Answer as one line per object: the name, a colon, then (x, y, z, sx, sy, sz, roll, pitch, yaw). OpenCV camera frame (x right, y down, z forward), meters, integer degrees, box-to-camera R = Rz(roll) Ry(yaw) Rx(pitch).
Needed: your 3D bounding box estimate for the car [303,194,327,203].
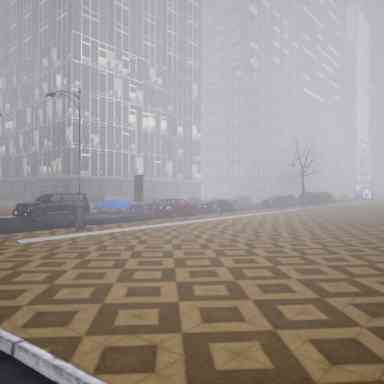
car: (21.313, 1.032, 57.532, 2.033, 1.411, 5.357, 0, 1, 41)

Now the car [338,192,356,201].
car: (28.468, 0.957, 61.904, 1.752, 1.417, 4.829, 1, 1, 41)

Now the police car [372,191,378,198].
police car: (43.132, 0.672, 79.562, 1.930, 1.638, 5.238, 0, 1, 41)

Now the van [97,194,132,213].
van: (-7.665, 1.107, 32.723, 1.690, 1.788, 3.998, 1, 1, 41)

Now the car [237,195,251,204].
car: (7.211, 1.148, 49.941, 1.947, 1.339, 4.313, 1, 1, 41)

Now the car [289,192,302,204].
car: (14.271, 1.078, 49.296, 1.837, 1.490, 4.892, 0, 1, 41)

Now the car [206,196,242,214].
car: (2.530, 1.320, 31.467, 1.947, 1.339, 4.313, 1, 1, 41)

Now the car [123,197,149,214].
car: (-4.034, 1.358, 32.807, 1.895, 1.301, 4.718, 0, 1, 41)

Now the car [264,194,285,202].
car: (14.606, 1.056, 58.589, 1.947, 1.339, 4.313, 1, 1, 41)

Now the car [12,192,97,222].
car: (-10.477, 1.059, 25.273, 2.150, 2.045, 5.566, 0, 1, 41)

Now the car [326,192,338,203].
car: (20.964, 0.839, 53.124, 2.192, 1.841, 5.009, 1, 1, 41)

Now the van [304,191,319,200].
van: (25.698, 0.694, 71.557, 1.690, 1.788, 3.998, 1, 1, 41)

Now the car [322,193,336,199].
car: (33.091, 0.828, 80.209, 1.947, 1.339, 4.313, 1, 1, 41)

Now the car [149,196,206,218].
car: (-1.124, 1.240, 27.106, 1.967, 1.590, 4.097, 1, 1, 41)

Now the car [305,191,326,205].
car: (17.267, 0.885, 48.800, 2.192, 1.841, 5.009, 1, 1, 41)

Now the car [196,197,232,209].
car: (2.738, 1.273, 40.713, 1.895, 1.301, 4.718, 0, 1, 41)

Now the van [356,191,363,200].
van: (35.752, 0.683, 70.420, 1.690, 1.788, 3.998, 1, 1, 41)

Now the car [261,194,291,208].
car: (9.872, 1.244, 40.157, 1.802, 1.307, 4.206, 1, 1, 41)

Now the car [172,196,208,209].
car: (-0.188, 1.218, 41.300, 1.887, 1.381, 4.507, 1, 1, 41)
